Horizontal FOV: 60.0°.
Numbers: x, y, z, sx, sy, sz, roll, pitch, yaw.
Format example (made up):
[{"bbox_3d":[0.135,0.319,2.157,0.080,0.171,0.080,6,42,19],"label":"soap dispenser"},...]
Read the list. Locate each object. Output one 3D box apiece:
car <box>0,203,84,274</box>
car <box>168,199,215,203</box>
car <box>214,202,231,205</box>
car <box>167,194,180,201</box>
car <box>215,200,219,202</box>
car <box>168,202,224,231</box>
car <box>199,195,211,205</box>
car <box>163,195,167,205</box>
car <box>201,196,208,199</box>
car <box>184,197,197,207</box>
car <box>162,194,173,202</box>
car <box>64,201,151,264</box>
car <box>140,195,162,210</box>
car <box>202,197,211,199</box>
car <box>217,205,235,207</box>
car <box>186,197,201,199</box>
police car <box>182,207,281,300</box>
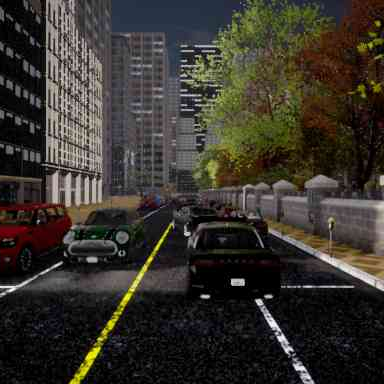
[{"bbox_3d":[-5.475,1.314,10.673,2.192,1.841,5.009,0,0,0],"label":"car"},{"bbox_3d":[0.078,1.501,24.801,1.837,1.490,4.892,0,0,17],"label":"car"},{"bbox_3d":[2.499,1.578,21.661,1.802,1.307,4.206,0,0,0],"label":"car"},{"bbox_3d":[-2.985,1.545,56.823,1.994,1.385,4.181,0,0,0],"label":"car"},{"bbox_3d":[2.472,1.561,27.211,1.947,1.339,4.313,0,0,0],"label":"car"},{"bbox_3d":[0.174,1.502,18.208,1.837,1.490,4.892,0,0,-15],"label":"car"},{"bbox_3d":[2.313,1.418,60.509,1.967,1.590,4.097,0,0,0],"label":"car"},{"bbox_3d":[-5.686,1.564,55.004,1.802,1.307,4.206,0,0,0],"label":"car"},{"bbox_3d":[2.366,1.568,49.410,1.802,1.307,4.206,0,0,0],"label":"car"},{"bbox_3d":[-0.215,1.531,53.451,2.033,1.411,5.357,0,0,0],"label":"car"},{"bbox_3d":[-5.647,1.282,77.167,2.192,1.841,5.009,0,0,0],"label":"car"},{"bbox_3d":[-2.871,1.351,11.767,2.097,1.767,4.553,0,0,0],"label":"car"},{"bbox_3d":[-5.633,1.304,43.922,2.192,1.841,5.009,0,0,0],"label":"car"},{"bbox_3d":[2.419,1.557,38.310,1.947,1.339,4.313,0,0,0],"label":"car"},{"bbox_3d":[2.526,1.548,16.111,2.008,1.369,4.403,0,0,0],"label":"car"},{"bbox_3d":[-0.156,1.515,43.468,1.812,1.442,4.674,0,0,0],"label":"car"},{"bbox_3d":[0.819,1.424,8.585,1.930,1.638,5.238,0,0,0],"label":"police car"}]
